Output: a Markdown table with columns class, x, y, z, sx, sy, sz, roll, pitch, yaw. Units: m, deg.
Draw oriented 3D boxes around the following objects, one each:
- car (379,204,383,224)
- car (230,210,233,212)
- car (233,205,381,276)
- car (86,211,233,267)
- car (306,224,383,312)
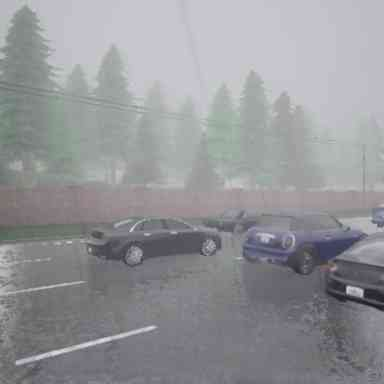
| class | x | y | z | sx | sy | sz | roll | pitch | yaw |
| --- | --- | --- | --- | --- | --- | --- | --- | --- | --- |
| car | 14.206 | 1.688 | 22.475 | 5.357 | 1.411 | 2.033 | 0 | 0 | -35 |
| car | 3.002 | 1.676 | 18.783 | 4.718 | 1.301 | 1.895 | 0 | 0 | -35 |
| car | 3.824 | 1.405 | 10.770 | 4.553 | 1.767 | 2.097 | 0 | 0 | -36 |
| car | -1.128 | 1.537 | 11.538 | 4.892 | 1.490 | 1.837 | 0 | 0 | -35 |
| car | 4.692 | 1.571 | 7.108 | 4.674 | 1.442 | 1.812 | 0 | 0 | -36 |
